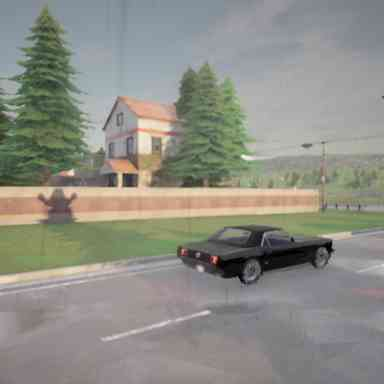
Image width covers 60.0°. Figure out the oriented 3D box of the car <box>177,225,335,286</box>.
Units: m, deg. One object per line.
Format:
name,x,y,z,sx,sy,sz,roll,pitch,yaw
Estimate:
car,2.011,1.604,9.490,4.718,1.301,1.895,0,0,-36
